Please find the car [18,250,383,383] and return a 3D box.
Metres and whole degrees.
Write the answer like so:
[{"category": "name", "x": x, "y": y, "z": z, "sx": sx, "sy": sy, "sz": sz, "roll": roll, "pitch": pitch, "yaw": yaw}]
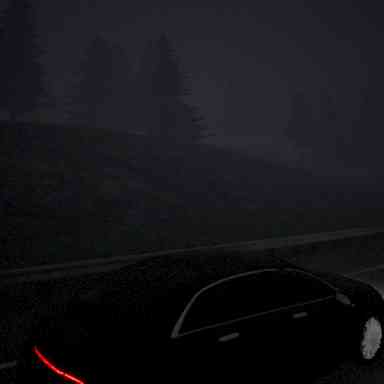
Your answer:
[{"category": "car", "x": 0.587, "y": 1.506, "z": 4.163, "sx": 4.892, "sy": 1.490, "sz": 1.837, "roll": 0, "pitch": 0, "yaw": -35}]
